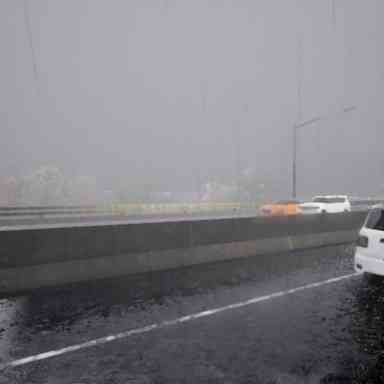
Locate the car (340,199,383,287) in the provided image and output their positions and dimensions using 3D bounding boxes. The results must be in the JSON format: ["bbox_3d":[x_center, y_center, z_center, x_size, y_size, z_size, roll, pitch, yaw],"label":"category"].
[{"bbox_3d":[6.262,1.260,8.168,5.566,2.045,2.150,0,0,-35],"label":"car"}]

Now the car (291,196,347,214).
[{"bbox_3d":[11.656,1.342,29.232,5.566,2.045,2.150,0,0,-35],"label":"car"}]

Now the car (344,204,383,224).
[{"bbox_3d":[14.378,1.689,26.854,4.181,1.385,1.994,0,0,-35],"label":"car"}]

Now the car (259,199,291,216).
[{"bbox_3d":[8.477,1.464,31.287,4.553,1.767,2.097,0,0,-35],"label":"car"}]
